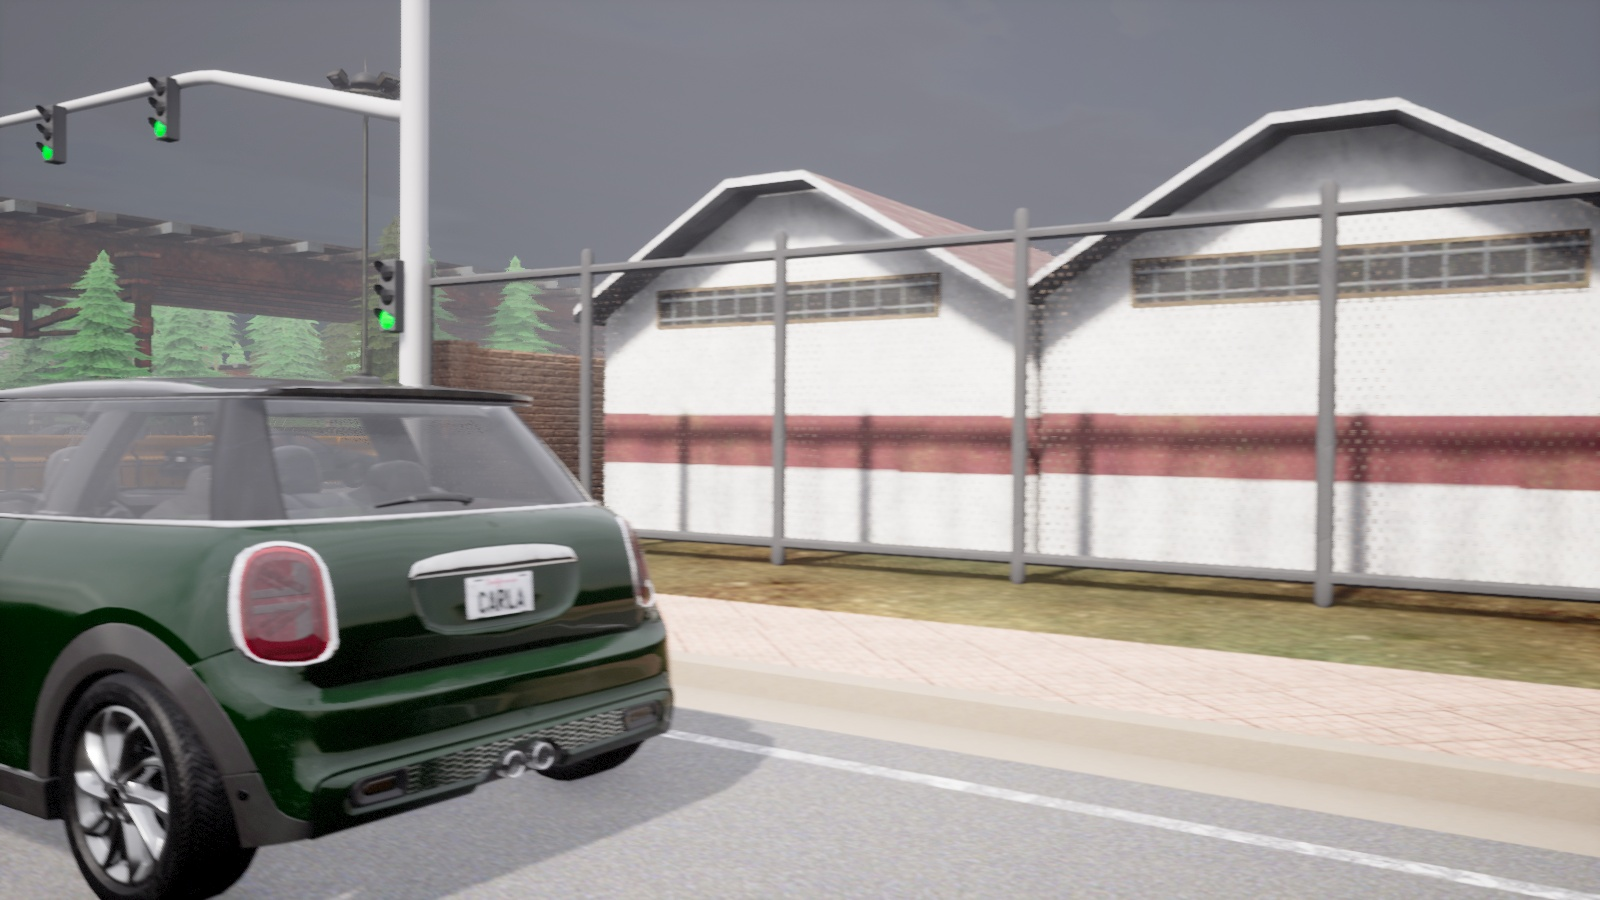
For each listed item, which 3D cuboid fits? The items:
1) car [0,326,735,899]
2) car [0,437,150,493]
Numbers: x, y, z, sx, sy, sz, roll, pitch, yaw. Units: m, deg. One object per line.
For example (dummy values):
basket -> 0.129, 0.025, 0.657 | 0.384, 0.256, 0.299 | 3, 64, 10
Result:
car -> -2.749, 0.540, 5.448 | 4.553, 1.767, 2.097 | 0, 1, 33
car -> -21.419, 0.401, 36.896 | 1.789, 1.549, 3.705 | 0, 1, 32
